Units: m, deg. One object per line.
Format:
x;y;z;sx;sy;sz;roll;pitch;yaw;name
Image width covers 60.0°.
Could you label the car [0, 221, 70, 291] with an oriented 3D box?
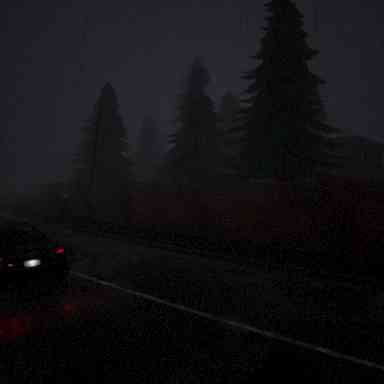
-4.810;1.411;8.231;4.181;1.385;1.994;1;1;42;car
